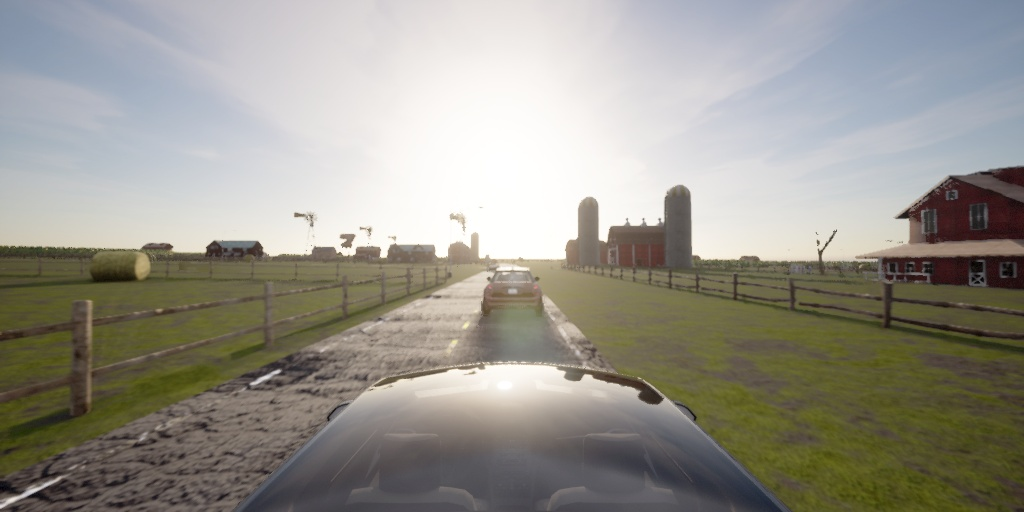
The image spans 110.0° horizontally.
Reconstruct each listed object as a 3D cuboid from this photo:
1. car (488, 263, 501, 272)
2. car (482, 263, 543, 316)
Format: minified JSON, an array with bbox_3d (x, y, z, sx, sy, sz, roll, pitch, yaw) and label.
[{"bbox_3d":[-2.806,1.849,58.558,1.994,1.385,4.181,0,0,0],"label":"car"},{"bbox_3d":[0.043,1.217,14.137,2.097,1.767,4.553,0,-1,1],"label":"car"}]
